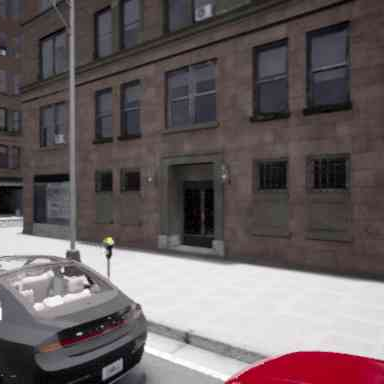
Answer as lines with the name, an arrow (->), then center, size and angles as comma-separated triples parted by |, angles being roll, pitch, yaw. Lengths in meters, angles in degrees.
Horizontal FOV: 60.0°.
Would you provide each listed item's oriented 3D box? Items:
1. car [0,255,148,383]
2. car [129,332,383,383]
car -> -2.584, 1.574, 4.653 | 4.403, 1.369, 2.008 | 0, 0, 35
car -> 2.042, 1.540, 1.354 | 4.507, 1.381, 1.887 | 0, 0, 35
